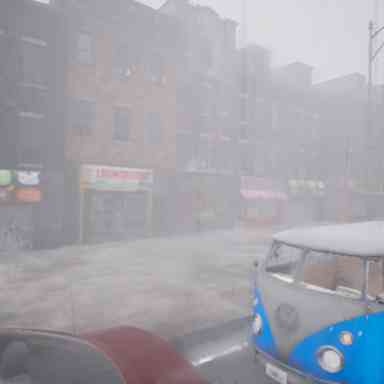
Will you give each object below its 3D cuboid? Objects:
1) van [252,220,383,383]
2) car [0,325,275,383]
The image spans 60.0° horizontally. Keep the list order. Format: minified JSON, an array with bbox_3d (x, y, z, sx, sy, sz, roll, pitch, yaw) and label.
[{"bbox_3d":[2.584,1.342,4.620,3.998,1.788,1.690,0,2,-35],"label":"van"},{"bbox_3d":[-1.926,1.545,1.410,4.507,1.381,1.887,0,2,-35],"label":"car"}]
